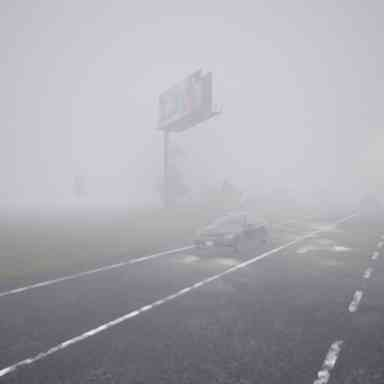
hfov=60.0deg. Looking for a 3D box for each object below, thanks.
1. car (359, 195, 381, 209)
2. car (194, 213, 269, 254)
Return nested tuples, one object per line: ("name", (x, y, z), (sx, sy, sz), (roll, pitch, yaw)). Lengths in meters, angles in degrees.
("car", (27.442, 1.469, 51.262), (2.150, 2.045, 5.566), (-1, -1, 39))
("car", (1.892, 1.656, 14.340), (1.812, 1.442, 4.674), (-1, -1, 32))
